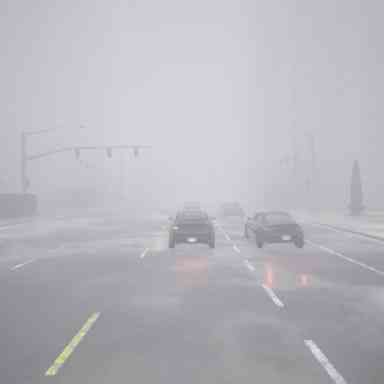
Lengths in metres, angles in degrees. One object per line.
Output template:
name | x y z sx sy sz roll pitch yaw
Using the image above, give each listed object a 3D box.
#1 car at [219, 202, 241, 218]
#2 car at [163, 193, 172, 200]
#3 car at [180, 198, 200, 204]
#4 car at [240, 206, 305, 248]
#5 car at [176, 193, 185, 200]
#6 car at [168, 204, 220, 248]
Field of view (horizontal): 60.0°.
car | 3.493 1.562 29.677 2.033 1.411 5.357 0 0 0
car | -6.686 1.180 92.816 2.150 2.045 5.566 0 0 1
car | -0.007 1.532 29.659 1.812 1.442 4.674 0 0 0
car | 3.500 1.532 14.650 1.812 1.442 4.674 0 0 0
car | -3.187 1.180 92.761 2.150 2.045 5.566 0 0 1
car | 0.000 1.515 14.650 1.837 1.490 4.892 0 0 0
